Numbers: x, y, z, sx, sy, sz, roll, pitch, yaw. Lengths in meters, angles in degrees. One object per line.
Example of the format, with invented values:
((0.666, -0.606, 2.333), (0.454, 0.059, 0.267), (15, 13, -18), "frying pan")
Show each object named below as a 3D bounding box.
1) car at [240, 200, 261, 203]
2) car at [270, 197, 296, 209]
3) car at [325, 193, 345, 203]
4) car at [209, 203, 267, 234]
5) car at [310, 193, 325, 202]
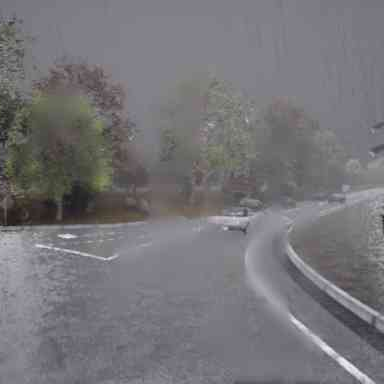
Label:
((5.124, 1.388, 29.868), (1.895, 1.301, 4.718), (0, 1, 31), "car")
((10.546, 1.248, 38.460), (1.895, 1.301, 4.718), (0, 1, 32), "car")
((21.770, 0.894, 49.901), (1.812, 1.442, 4.674), (1, 2, 33), "car")
((2.675, 1.528, 18.868), (1.895, 1.301, 4.718), (0, 1, 26), "car")
((20.810, 0.815, 54.424), (2.033, 1.411, 5.357), (1, 2, 33), "car")
